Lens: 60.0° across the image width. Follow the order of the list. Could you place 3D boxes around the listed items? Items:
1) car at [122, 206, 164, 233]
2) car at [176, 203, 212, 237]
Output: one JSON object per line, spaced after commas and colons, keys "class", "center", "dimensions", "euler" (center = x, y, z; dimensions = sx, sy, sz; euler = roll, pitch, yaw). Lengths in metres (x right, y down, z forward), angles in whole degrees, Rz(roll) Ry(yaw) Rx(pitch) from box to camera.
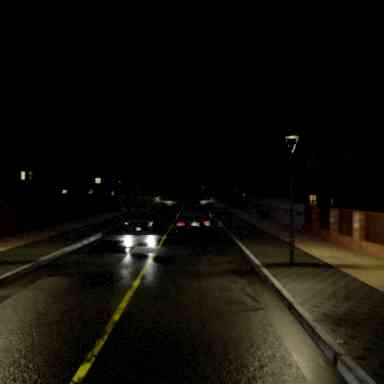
{"class": "car", "center": [-2.775, 1.559, 20.006], "dimensions": [2.033, 1.411, 5.357], "euler": [0, 0, 1]}
{"class": "car", "center": [0.110, 1.557, 17.935], "dimensions": [2.033, 1.411, 5.357], "euler": [0, 0, 0]}
